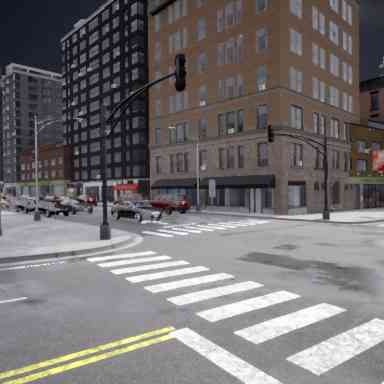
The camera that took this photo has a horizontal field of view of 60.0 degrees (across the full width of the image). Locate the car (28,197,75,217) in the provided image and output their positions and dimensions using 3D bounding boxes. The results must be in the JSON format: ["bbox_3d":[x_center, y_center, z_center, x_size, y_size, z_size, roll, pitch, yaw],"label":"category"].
[{"bbox_3d":[-12.392,1.417,29.200,1.947,1.339,4.313,0,1,-44],"label":"car"}]

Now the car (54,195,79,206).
[{"bbox_3d":[-17.803,1.180,46.994,1.802,1.307,4.206,0,1,-44],"label":"car"}]

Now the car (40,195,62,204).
[{"bbox_3d":[-21.642,1.135,50.943,1.802,1.307,4.206,0,1,-44],"label":"car"}]

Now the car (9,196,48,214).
[{"bbox_3d":[-16.231,1.374,33.148,1.947,1.339,4.313,0,1,-44],"label":"car"}]

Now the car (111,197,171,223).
[{"bbox_3d":[-4.174,1.371,24.690,2.128,1.511,4.902,-1,1,-44],"label":"car"}]

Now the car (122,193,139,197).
[{"bbox_3d":[-6.284,1.043,35.145,2.192,1.841,5.009,0,1,-44],"label":"car"}]

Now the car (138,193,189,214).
[{"bbox_3d":[-2.445,1.085,31.196,2.192,1.841,5.009,0,1,-44],"label":"car"}]

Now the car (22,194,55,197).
[{"bbox_3d":[-18.276,1.249,39.210,1.812,1.442,4.674,-1,1,-44],"label":"car"}]

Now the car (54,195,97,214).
[{"bbox_3d":[-11.255,1.328,31.973,1.812,1.442,4.674,-1,1,-44],"label":"car"}]

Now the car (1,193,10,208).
[{"bbox_3d":[-23.789,1.247,40.921,1.752,1.417,4.829,0,1,-44],"label":"car"}]

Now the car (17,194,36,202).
[{"bbox_3d":[-29.321,1.043,58.840,1.802,1.307,4.206,0,1,-44],"label":"car"}]
